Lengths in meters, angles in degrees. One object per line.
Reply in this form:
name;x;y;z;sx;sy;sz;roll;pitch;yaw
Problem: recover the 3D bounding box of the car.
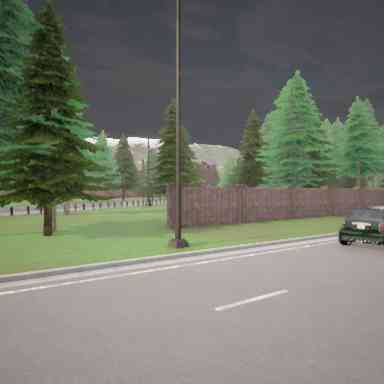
car;8.244;1.363;14.049;4.553;1.767;2.097;0;0;-35
